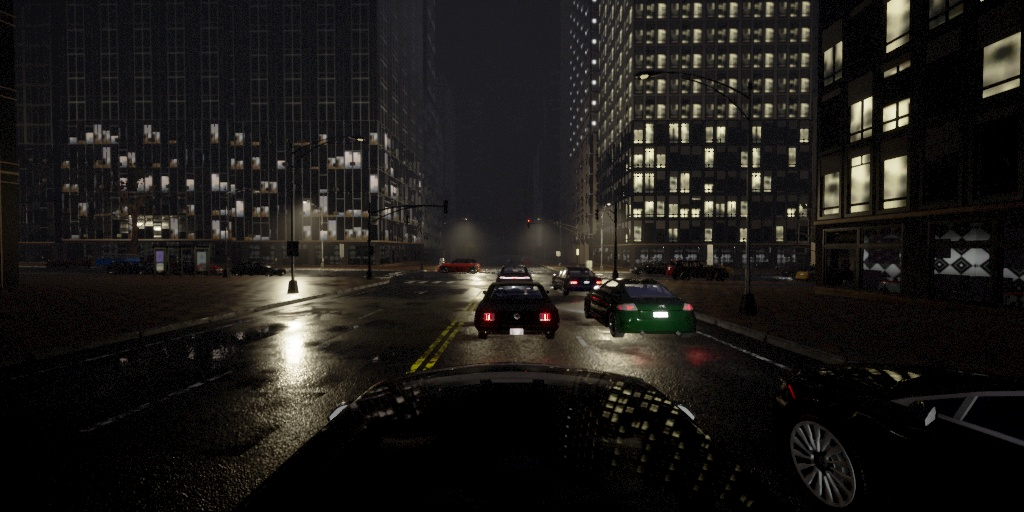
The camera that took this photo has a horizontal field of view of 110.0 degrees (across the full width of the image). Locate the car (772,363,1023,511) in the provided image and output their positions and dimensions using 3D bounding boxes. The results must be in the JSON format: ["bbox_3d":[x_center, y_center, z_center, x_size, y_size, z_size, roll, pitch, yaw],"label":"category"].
[{"bbox_3d":[3.340,1.242,1.375,2.128,1.511,4.902,0,0,0],"label":"car"}]

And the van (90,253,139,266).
[{"bbox_3d":[-45.232,0.603,41.154,3.998,1.789,1.690,0,0,1],"label":"van"}]

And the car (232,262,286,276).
[{"bbox_3d":[-22.689,1.172,32.153,4.313,1.339,1.948,0,0,1],"label":"car"}]

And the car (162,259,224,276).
[{"bbox_3d":[-28.373,1.137,32.295,4.207,1.307,1.802,0,0,1],"label":"car"}]

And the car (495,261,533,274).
[{"bbox_3d":[0.123,1.232,19.235,2.128,1.511,4.902,0,0,0],"label":"car"}]

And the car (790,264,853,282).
[{"bbox_3d":[27.683,1.577,31.354,4.829,1.417,1.751,0,0,1],"label":"car"}]

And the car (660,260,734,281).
[{"bbox_3d":[16.235,1.267,31.568,5.009,1.841,2.192,0,0,1],"label":"car"}]

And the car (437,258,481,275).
[{"bbox_3d":[-5.551,1.017,37.708,4.553,1.767,2.097,1,1,1],"label":"car"}]

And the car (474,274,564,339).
[{"bbox_3d":[0.110,1.347,9.979,1.895,1.301,4.718,0,0,0],"label":"car"}]

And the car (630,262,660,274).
[{"bbox_3d":[14.824,1.350,37.415,4.892,1.490,1.837,0,1,2],"label":"car"}]

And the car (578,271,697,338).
[{"bbox_3d":[3.369,1.310,10.205,1.994,1.385,4.181,0,0,-1],"label":"car"}]

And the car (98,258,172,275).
[{"bbox_3d":[-34.054,1.068,32.477,4.313,1.339,1.948,0,0,1],"label":"car"}]

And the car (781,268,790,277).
[{"bbox_3d":[30.378,1.547,37.077,4.181,1.385,1.994,1,1,1],"label":"car"}]

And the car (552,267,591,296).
[{"bbox_3d":[3.409,1.288,19.435,2.033,1.411,5.357,0,0,-3],"label":"car"}]
